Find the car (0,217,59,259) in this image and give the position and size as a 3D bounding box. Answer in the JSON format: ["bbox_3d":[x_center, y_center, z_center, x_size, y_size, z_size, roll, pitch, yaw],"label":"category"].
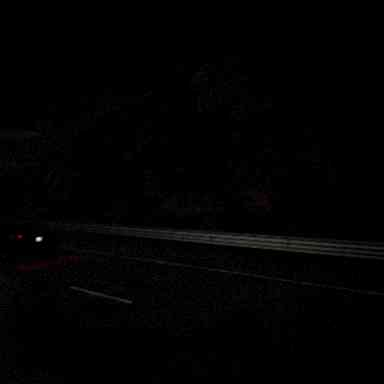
[{"bbox_3d":[-7.228,1.716,13.362,4.181,1.385,1.994,-1,0,36],"label":"car"}]
